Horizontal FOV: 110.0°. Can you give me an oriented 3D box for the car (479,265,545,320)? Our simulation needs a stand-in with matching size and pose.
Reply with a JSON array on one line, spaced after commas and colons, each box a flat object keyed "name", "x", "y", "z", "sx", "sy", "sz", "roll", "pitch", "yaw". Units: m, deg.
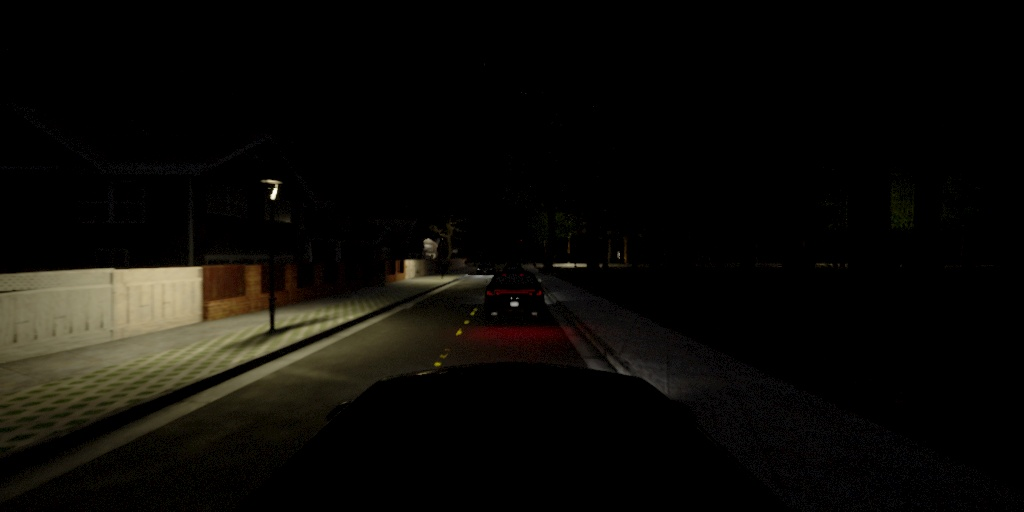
[{"name": "car", "x": 0.082, "y": 1.249, "z": 12.827, "sx": 1.882, "sy": 1.535, "sz": 5.008, "roll": 0, "pitch": 0, "yaw": 0}]

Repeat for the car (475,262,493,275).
[{"name": "car", "x": -2.851, "y": 1.363, "z": 40.099, "sx": 1.812, "sy": 1.442, "sz": 4.674, "roll": 0, "pitch": 0, "yaw": 0}]
